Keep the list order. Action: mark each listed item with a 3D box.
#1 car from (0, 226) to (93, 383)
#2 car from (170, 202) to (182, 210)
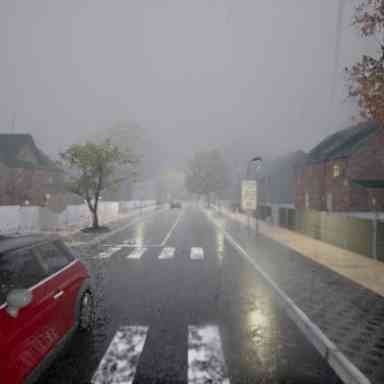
[{"bbox_3d":[-2.749,1.402,3.844,2.097,1.767,4.553,0,-1,0],"label":"car"},{"bbox_3d":[-2.730,2.317,56.639,1.895,1.301,4.718,0,-1,0],"label":"car"}]
